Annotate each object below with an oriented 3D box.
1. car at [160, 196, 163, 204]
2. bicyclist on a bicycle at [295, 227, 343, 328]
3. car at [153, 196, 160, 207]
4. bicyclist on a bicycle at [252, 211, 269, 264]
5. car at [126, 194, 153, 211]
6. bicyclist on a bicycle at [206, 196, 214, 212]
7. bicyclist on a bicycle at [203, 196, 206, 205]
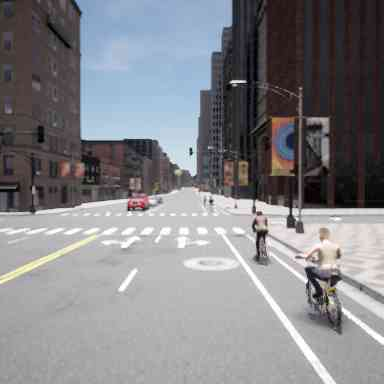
[{"bbox_3d":[-6.547,1.529,62.659,2.128,1.511,4.902,0,0,1],"label":"car"},{"bbox_3d":[2.351,1.436,6.010,0.866,1.612,1.509,0,0,0],"label":"bicyclist on a bicycle"},{"bbox_3d":[-6.569,1.560,52.586,1.812,1.442,4.674,0,0,0],"label":"car"},{"bbox_3d":[2.250,1.453,10.924,0.582,1.620,1.656,0,0,0],"label":"bicyclist on a bicycle"},{"bbox_3d":[-6.593,1.246,41.158,2.150,2.045,5.566,0,0,0],"label":"car"},{"bbox_3d":[2.246,1.392,38.952,0.659,1.776,1.843,0,0,0],"label":"bicyclist on a bicycle"},{"bbox_3d":[2.245,1.490,57.003,0.582,1.620,1.656,0,0,0],"label":"bicyclist on a bicycle"}]
